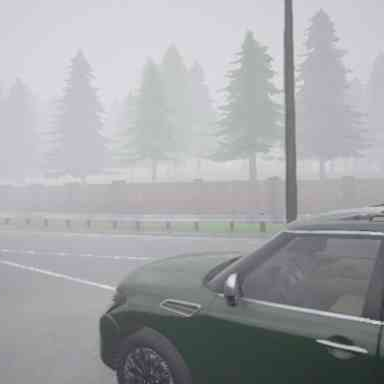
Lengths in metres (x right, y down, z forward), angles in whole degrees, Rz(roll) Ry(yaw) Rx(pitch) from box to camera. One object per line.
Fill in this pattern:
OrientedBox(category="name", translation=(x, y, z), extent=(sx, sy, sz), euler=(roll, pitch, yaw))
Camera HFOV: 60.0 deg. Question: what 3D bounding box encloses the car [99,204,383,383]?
OrientedBox(category="car", translation=(1.623, 1.127, 2.827), extent=(5.566, 2.045, 2.150), euler=(-1, 1, 36))
